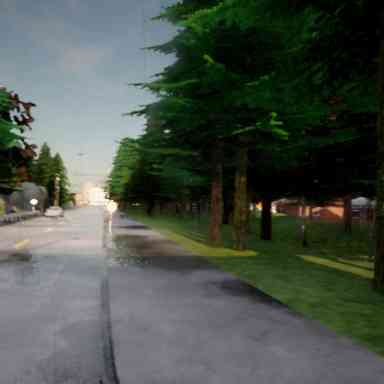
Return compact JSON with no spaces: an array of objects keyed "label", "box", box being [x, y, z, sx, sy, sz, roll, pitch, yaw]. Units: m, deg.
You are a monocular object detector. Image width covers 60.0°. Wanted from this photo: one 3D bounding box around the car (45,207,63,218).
[{"label":"car","box":[-18.094,2.658,43.867,1.812,1.442,4.674,3,-2,-15]}]
